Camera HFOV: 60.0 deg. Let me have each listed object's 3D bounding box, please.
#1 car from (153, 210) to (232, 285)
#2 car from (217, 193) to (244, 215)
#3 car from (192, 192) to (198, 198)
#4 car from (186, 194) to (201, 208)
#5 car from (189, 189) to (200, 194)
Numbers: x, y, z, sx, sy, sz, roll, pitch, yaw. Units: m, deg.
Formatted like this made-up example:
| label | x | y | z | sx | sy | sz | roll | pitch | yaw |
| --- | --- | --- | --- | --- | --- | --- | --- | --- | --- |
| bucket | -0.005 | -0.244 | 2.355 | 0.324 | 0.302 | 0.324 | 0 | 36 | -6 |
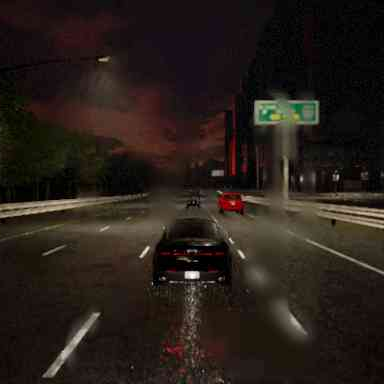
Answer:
| label | x | y | z | sx | sy | sz | roll | pitch | yaw |
| --- | --- | --- | --- | --- | --- | --- | --- | --- | --- |
| car | 0.008 | 1.486 | 9.385 | 1.837 | 1.490 | 4.892 | 0 | 0 | 0 |
| car | 3.701 | 1.124 | 32.511 | 2.150 | 2.045 | 5.566 | 0 | 0 | 0 |
| car | 0.892 | 0.879 | 92.974 | 1.812 | 1.442 | 4.674 | 0 | 1 | 1 |
| car | 0.203 | 1.377 | 45.040 | 2.033 | 1.411 | 5.357 | 0 | 0 | 1 |
| car | 0.413 | 0.895 | 63.610 | 2.150 | 2.045 | 5.566 | 0 | 1 | 1 |
